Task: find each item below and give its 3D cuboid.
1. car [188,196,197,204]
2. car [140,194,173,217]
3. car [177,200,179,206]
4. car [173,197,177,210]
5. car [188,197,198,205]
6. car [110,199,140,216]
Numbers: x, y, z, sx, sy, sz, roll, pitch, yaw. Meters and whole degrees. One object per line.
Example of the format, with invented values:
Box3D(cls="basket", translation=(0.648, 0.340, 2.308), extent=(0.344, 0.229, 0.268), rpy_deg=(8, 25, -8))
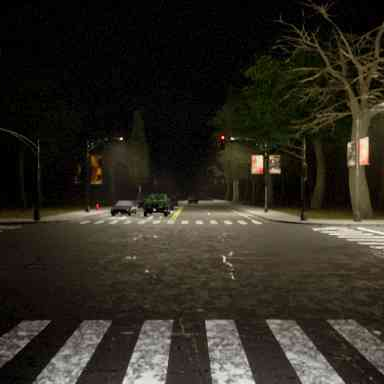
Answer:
Box3D(cls="car", translation=(0.190, 1.716, 72.598), extent=(1.882, 1.535, 5.008), rpy_deg=(0, 0, 0))
Box3D(cls="car", translation=(-3.289, 1.230, 32.085), extent=(2.150, 2.045, 5.566), rpy_deg=(0, 0, 0))
Box3D(cls="car", translation=(-3.231, 1.628, 54.370), extent=(1.812, 1.442, 4.674), rpy_deg=(0, 0, 0))
Box3D(cls="car", translation=(-3.262, 1.595, 41.496), extent=(1.994, 1.385, 4.181), rpy_deg=(0, 0, 1))
Box3D(cls="car", translation=(0.221, 1.653, 62.231), extent=(2.128, 1.511, 4.902), rpy_deg=(0, 0, 0))
Box3D(cls="car", translation=(-6.538, 1.556, 32.631), extent=(2.033, 1.411, 5.357), rpy_deg=(0, 0, 0))
